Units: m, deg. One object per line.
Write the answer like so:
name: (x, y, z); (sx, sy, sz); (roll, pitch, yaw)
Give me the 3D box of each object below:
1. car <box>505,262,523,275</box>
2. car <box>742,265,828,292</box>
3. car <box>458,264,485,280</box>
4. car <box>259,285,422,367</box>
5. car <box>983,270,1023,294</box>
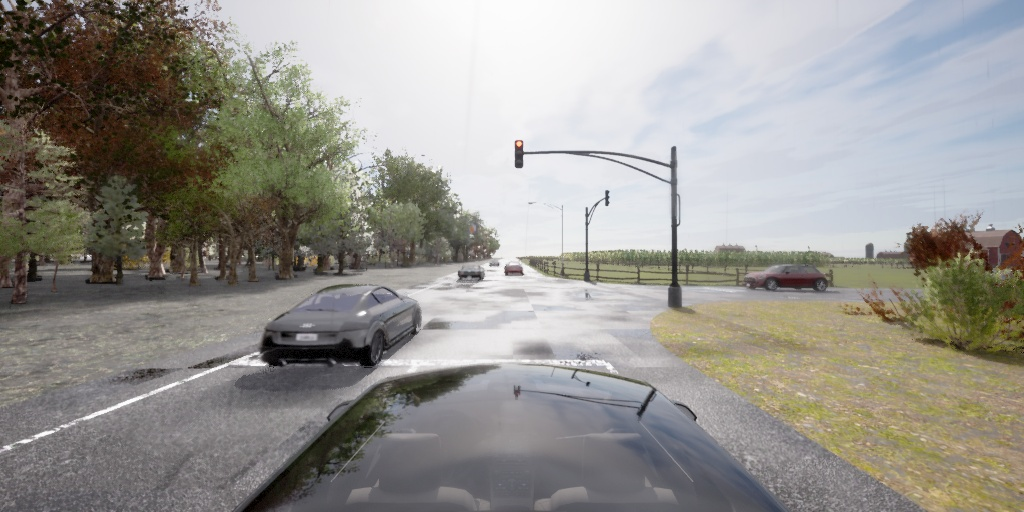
car: (0.216, 1.319, 39.667); (1.994, 1.385, 4.181); (0, 0, -1)
car: (17.760, 1.352, 23.496); (4.553, 1.767, 2.097); (1, -1, 1)
car: (-3.368, 1.356, 30.617); (1.895, 1.301, 4.718); (0, 0, 0)
car: (-3.393, 1.316, 7.946); (1.994, 1.385, 4.181); (0, 0, 0)
car: (31.808, 1.657, 23.380); (4.892, 1.490, 1.837); (0, -1, 0)
